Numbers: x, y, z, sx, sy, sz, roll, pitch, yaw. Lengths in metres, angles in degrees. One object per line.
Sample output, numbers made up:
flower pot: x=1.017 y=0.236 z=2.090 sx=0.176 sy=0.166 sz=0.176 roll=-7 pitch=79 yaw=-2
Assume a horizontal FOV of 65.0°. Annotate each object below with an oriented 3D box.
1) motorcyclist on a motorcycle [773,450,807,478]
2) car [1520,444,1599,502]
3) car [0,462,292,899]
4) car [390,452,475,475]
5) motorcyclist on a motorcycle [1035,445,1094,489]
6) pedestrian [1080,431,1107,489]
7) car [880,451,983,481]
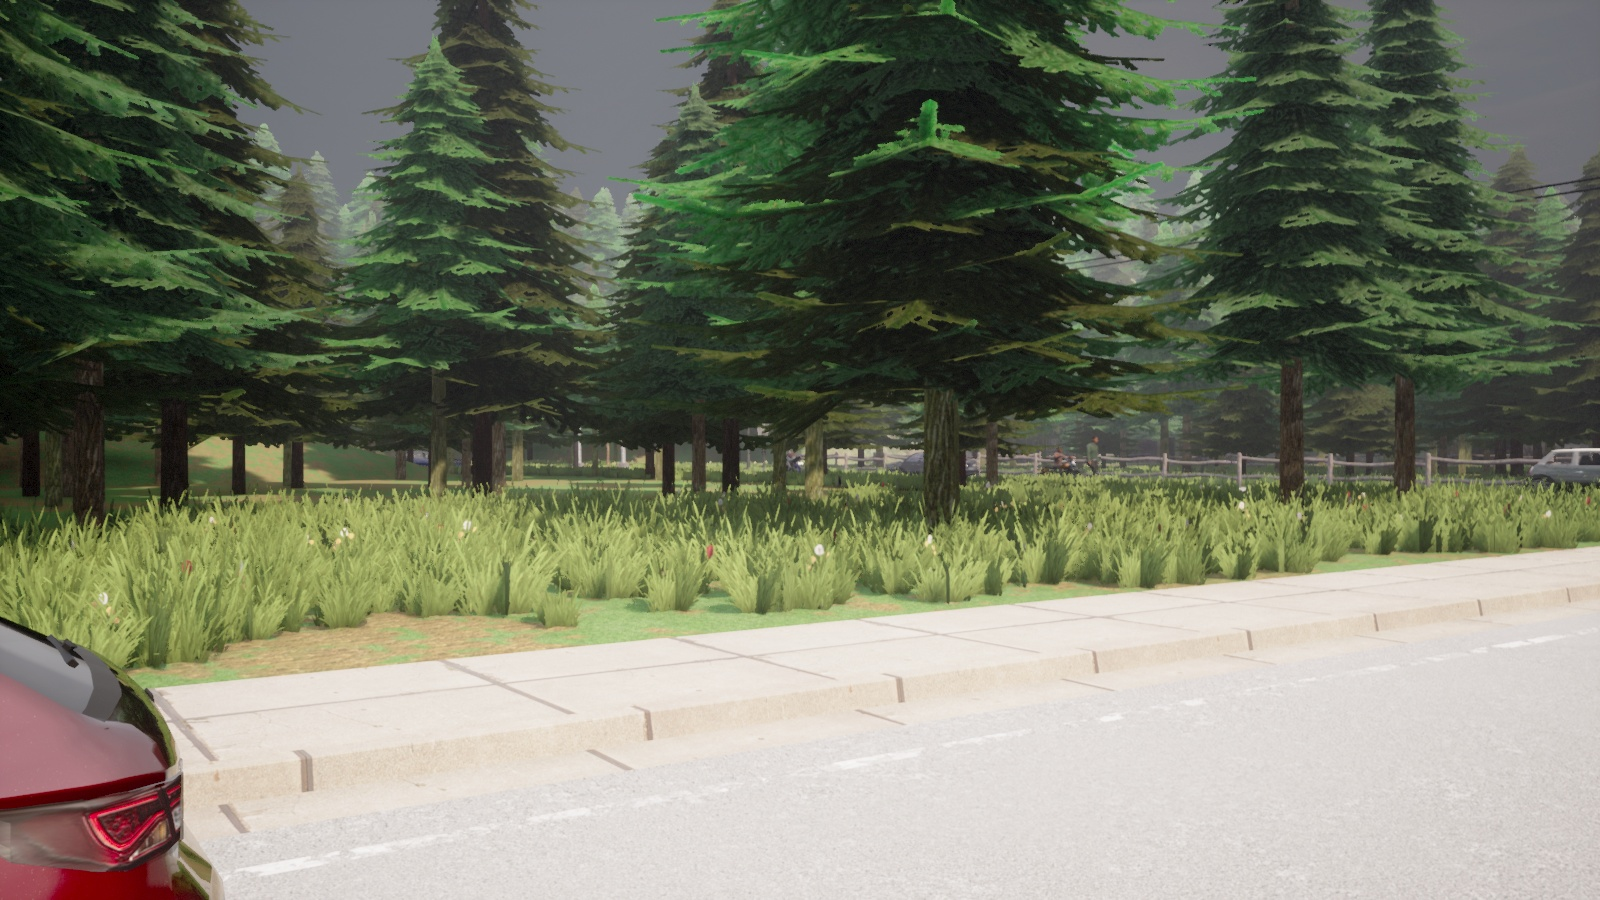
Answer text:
motorcyclist on a motorcycle: x=-0.573 y=0.775 z=71.075 sx=0.866 sy=1.530 sz=2.191 roll=0 pitch=0 yaw=-35
car: x=20.910 y=0.574 z=32.162 sx=1.970 sy=1.475 sz=3.806 roll=0 pitch=0 yaw=-32
car: x=-3.044 y=0.776 z=1.539 sx=4.193 sy=1.474 sz=1.816 roll=0 pitch=0 yaw=-35
car: x=-23.855 y=0.865 z=81.632 sx=4.792 sy=1.488 sz=2.163 roll=0 pitch=0 yaw=4
motorcyclist on a motorcycle: x=10.230 y=0.627 z=48.593 sx=0.766 sy=1.649 sz=2.350 roll=0 pitch=0 yaw=-34
pedestrian: x=9.922 y=0.329 z=42.418 sx=0.423 sy=1.949 sz=0.788 roll=0 pitch=0 yaw=-36
car: x=6.293 y=0.748 z=60.809 sx=2.033 sy=1.411 sz=5.357 roll=0 pitch=0 yaw=-34
